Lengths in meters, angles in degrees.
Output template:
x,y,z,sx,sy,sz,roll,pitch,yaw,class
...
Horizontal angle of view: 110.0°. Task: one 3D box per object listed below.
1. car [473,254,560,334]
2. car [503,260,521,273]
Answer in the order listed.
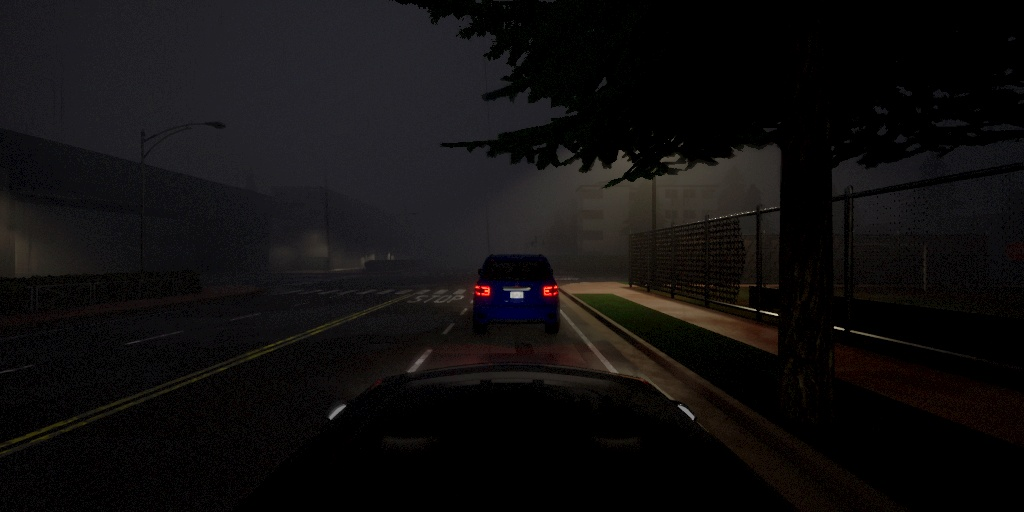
x,y,z,sx,sy,sz,roll,pitch,yaw,class
0.113,0.972,10.780,2.150,2.045,5.566,0,0,0,car
0.015,1.241,45.649,2.128,1.511,4.902,0,0,0,car
